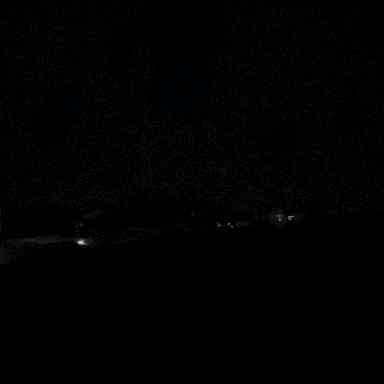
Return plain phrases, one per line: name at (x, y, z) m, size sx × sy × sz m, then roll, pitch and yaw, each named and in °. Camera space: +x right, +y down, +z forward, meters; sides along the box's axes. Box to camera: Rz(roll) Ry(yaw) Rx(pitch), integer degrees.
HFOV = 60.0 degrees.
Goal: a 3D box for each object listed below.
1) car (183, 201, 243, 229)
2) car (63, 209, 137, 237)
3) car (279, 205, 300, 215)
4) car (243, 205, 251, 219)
car at (1.585, 1.709, 26.119) m, size 2.150 × 2.045 × 5.566 m, roll -1°, pitch -2°, yaw 36°
car at (-5.639, 1.841, 20.894) m, size 1.882 × 1.535 × 5.008 m, roll -1°, pitch -2°, yaw 35°
car at (14.580, 2.700, 49.503) m, size 1.837 × 1.490 × 4.892 m, roll -1°, pitch -2°, yaw 35°
car at (4.438, 2.092, 35.238) m, size 2.097 × 1.767 × 4.553 m, roll -1°, pitch -2°, yaw 35°
